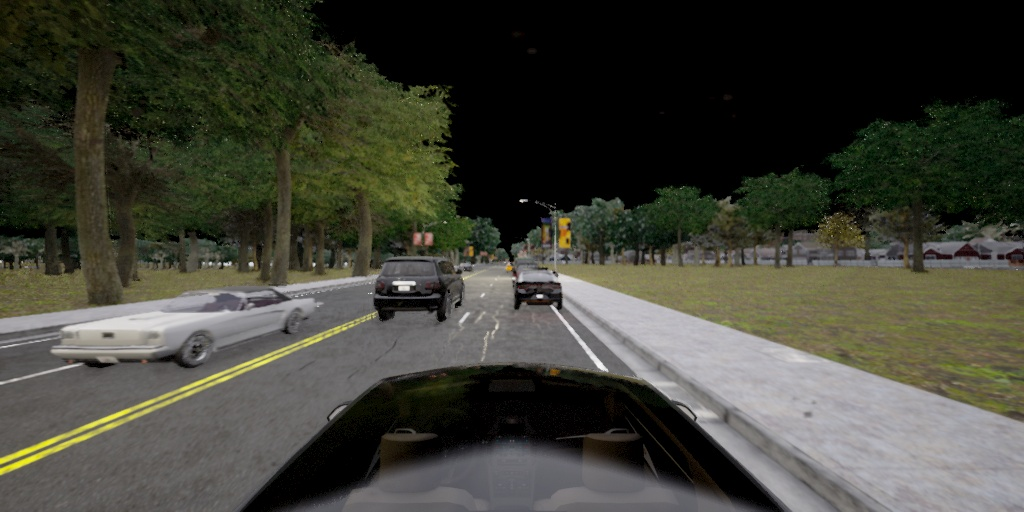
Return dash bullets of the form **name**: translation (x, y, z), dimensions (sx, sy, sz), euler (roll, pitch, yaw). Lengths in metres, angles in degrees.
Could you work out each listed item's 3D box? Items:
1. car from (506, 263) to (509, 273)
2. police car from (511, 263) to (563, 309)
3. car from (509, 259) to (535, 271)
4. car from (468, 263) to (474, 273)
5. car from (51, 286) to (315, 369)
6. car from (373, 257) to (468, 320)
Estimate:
- **car**: translation (0.154, 1.619, 51.582), dimensions (1.882, 1.535, 5.008), euler (0, -1, 0)
- **police car**: translation (1.012, 1.274, 15.559), dimensions (1.930, 1.638, 5.238), euler (0, 0, 0)
- **car**: translation (1.040, 1.271, 25.420), dimensions (2.097, 1.767, 4.553), euler (0, 0, 0)
- **car**: translation (-6.447, 1.673, 50.158), dimensions (2.033, 1.411, 5.357), euler (0, -1, 0)
- **car**: translation (-6.586, 1.394, 8.050), dimensions (1.895, 1.301, 4.718), euler (0, 0, 0)
- **car**: translation (-3.121, 1.051, 13.069), dimensions (2.150, 2.045, 5.566), euler (0, 0, 0)
